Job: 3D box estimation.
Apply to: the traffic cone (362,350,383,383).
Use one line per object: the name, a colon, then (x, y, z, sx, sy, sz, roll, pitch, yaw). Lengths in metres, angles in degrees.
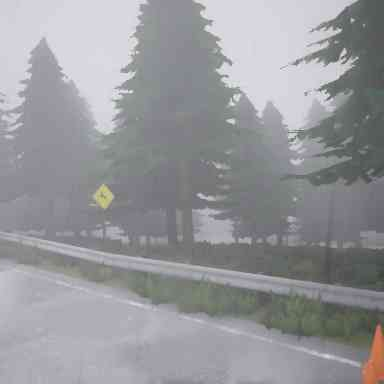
traffic cone: (1.775, 1.956, 3.289, 0.340, 0.580, 0.340, 0, 0, 34)

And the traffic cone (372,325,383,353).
traffic cone: (2.322, 1.956, 4.124, 0.340, 0.580, 0.340, 0, 0, 34)
